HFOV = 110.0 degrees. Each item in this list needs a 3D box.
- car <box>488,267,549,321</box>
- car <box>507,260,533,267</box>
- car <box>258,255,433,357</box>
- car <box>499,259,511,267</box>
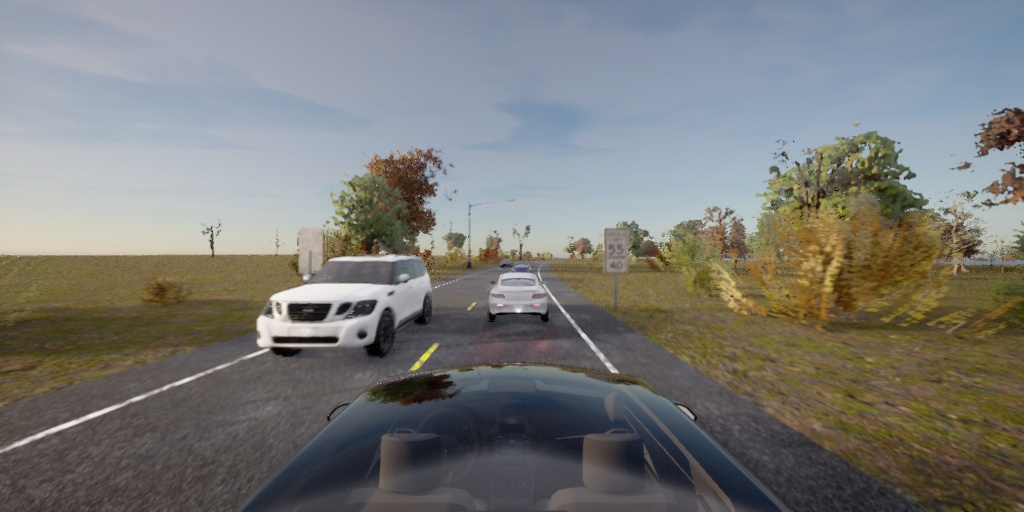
[{"bbox_3d":[0.217,1.278,12.346,1.812,1.442,4.674,0,0,1],"label":"car"},{"bbox_3d":[0.854,1.277,31.012,1.812,1.442,4.674,0,0,3],"label":"car"},{"bbox_3d":[-3.529,0.974,8.936,2.150,2.045,5.566,0,0,1],"label":"car"},{"bbox_3d":[-0.884,1.252,58.295,1.837,1.490,4.892,0,-1,6],"label":"car"}]
